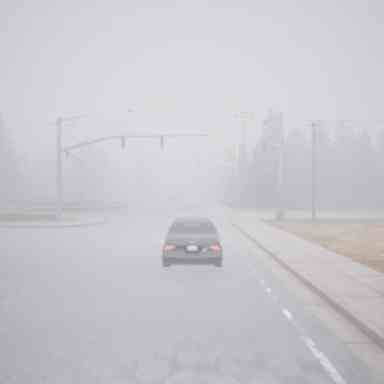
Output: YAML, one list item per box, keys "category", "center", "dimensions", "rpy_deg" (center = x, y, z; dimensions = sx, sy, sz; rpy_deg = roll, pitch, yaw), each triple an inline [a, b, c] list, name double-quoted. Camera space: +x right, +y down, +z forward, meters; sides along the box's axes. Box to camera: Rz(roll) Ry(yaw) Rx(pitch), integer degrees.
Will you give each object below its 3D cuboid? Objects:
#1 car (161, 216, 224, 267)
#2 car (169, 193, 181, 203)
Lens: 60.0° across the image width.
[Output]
- category: "car"
  center: [0.026, 1.538, 11.363]
  dimensions: [2.033, 1.411, 5.357]
  rpy_deg: [0, 0, 0]
- category: "car"
  center: [-3.443, 1.167, 67.167]
  dimensions: [2.150, 2.045, 5.566]
  rpy_deg: [0, 0, 1]
